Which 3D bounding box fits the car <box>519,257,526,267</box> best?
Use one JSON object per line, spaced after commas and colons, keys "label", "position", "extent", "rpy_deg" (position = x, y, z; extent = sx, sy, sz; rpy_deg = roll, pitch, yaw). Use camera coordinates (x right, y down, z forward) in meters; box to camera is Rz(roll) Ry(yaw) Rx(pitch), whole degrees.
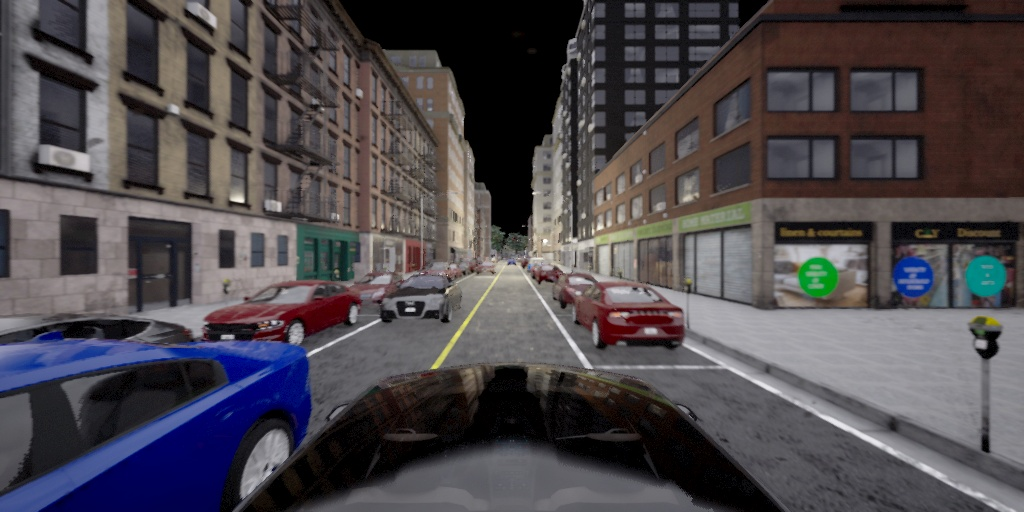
{"label": "car", "position": [2.611, 1.053, 54.473], "extent": [2.192, 1.841, 5.009], "rpy_deg": [0, 0, 0]}

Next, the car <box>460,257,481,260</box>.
{"label": "car", "position": [-5.417, 1.063, 43.115], "extent": [2.192, 1.841, 5.009], "rpy_deg": [0, 0, 0]}

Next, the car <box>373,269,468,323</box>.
{"label": "car", "position": [-2.841, 1.316, 12.018], "extent": [1.994, 1.385, 4.181], "rpy_deg": [0, 0, 0]}

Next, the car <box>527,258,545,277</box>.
{"label": "car", "position": [2.623, 1.184, 31.758], "extent": [1.967, 1.591, 4.097], "rpy_deg": [0, 0, 0]}

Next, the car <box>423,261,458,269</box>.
{"label": "car", "position": [-5.405, 1.192, 26.080], "extent": [1.967, 1.591, 4.097], "rpy_deg": [0, 0, 0]}

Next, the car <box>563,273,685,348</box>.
{"label": "car", "position": [2.635, 1.293, 9.042], "extent": [1.888, 1.381, 4.507], "rpy_deg": [0, 0, 0]}

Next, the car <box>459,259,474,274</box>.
{"label": "car", "position": [-5.413, 1.315, 37.437], "extent": [1.948, 1.339, 4.313], "rpy_deg": [0, 0, 0]}

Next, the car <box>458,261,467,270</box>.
{"label": "car", "position": [-5.409, 1.333, 31.758], "extent": [1.802, 1.307, 4.207], "rpy_deg": [0, 0, 0]}

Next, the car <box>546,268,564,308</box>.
{"label": "car", "position": [2.632, 1.329, 14.721], "extent": [1.802, 1.307, 4.207], "rpy_deg": [0, 0, 0]}

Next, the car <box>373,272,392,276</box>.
{"label": "car", "position": [-5.397, 1.335, 14.723], "extent": [1.802, 1.307, 4.207], "rpy_deg": [0, 0, 0]}

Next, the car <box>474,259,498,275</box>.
{"label": "car", "position": [-2.769, 1.316, 39.057], "extent": [1.812, 1.442, 4.674], "rpy_deg": [0, 0, 0]}

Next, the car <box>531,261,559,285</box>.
{"label": "car", "position": [2.626, 1.291, 26.079], "extent": [1.888, 1.381, 4.507], "rpy_deg": [0, 0, 0]}

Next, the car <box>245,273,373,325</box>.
{"label": "car", "position": [-5.393, 1.299, 9.044], "extent": [1.888, 1.381, 4.507], "rpy_deg": [0, 0, 0]}

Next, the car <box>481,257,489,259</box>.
{"label": "car", "position": [-5.428, 1.057, 60.150], "extent": [2.192, 1.841, 5.009], "rpy_deg": [0, 0, 0]}

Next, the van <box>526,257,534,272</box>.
{"label": "van", "position": [2.620, 1.084, 37.437], "extent": [1.690, 1.789, 3.998], "rpy_deg": [0, 0, 0]}

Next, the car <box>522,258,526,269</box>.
{"label": "car", "position": [2.617, 1.293, 43.116], "extent": [2.007, 1.370, 4.403], "rpy_deg": [0, 0, 0]}

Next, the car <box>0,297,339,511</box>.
{"label": "car", "position": [-2.849, 1.230, 1.373], "extent": [1.882, 1.535, 5.008], "rpy_deg": [0, 0, 0]}
